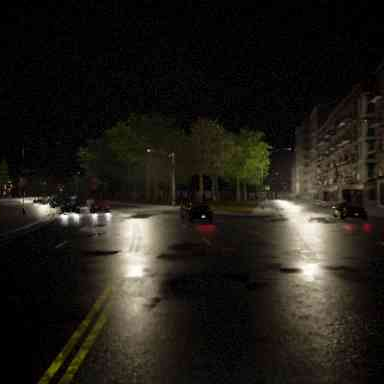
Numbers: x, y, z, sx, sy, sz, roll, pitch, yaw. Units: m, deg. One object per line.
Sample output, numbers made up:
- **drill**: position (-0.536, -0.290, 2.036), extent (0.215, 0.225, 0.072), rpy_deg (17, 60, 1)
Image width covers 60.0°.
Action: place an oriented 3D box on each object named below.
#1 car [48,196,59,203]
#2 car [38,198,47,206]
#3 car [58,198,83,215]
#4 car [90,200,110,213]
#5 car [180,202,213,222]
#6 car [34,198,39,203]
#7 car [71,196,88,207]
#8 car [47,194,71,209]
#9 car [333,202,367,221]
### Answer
- **car**: position (-33.695, 1.826, 80.770), extent (1.882, 1.535, 5.008), rpy_deg (-1, 0, -30)
- **car**: position (-28.255, 1.927, 64.903), extent (1.895, 1.301, 4.718), rpy_deg (-1, 0, -30)
- **car**: position (-13.885, 1.774, 37.922), extent (1.994, 1.385, 4.181), rpy_deg (-1, 0, -23)
- **car**: position (-10.729, 1.660, 38.876), extent (1.812, 1.442, 4.674), rpy_deg (-1, 0, -22)
- **car**: position (0.286, 1.562, 26.867), extent (1.837, 1.490, 4.892), rpy_deg (0, 0, -13)
- **car**: position (-36.173, 1.993, 78.569), extent (1.895, 1.301, 4.718), rpy_deg (-1, 0, -30)
- **car**: position (-18.164, 1.722, 53.890), extent (1.837, 1.490, 4.892), rpy_deg (-1, 0, -29)
- **car**: position (-20.778, 1.622, 51.880), extent (2.097, 1.767, 4.553), rpy_deg (-1, 0, -29)
- **car**: position (12.851, 1.506, 27.227), extent (1.812, 1.442, 4.674), rpy_deg (0, 0, 13)
